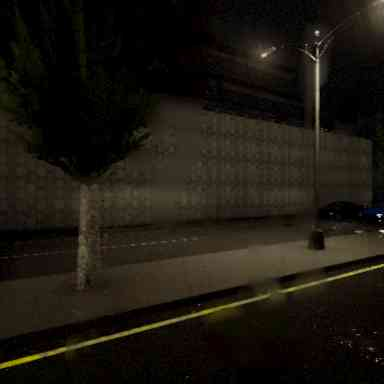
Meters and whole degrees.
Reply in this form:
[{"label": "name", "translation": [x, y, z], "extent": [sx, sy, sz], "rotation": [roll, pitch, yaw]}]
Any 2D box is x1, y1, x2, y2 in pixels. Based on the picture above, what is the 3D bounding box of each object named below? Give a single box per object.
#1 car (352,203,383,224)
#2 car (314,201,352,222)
[{"label": "car", "translation": [13.783, 1.496, 23.636], "extent": [5.008, 1.535, 1.882], "rotation": [0, 0, -35]}, {"label": "car", "translation": [11.750, 1.496, 26.485], "extent": [5.008, 1.535, 1.882], "rotation": [0, 0, -35]}]
